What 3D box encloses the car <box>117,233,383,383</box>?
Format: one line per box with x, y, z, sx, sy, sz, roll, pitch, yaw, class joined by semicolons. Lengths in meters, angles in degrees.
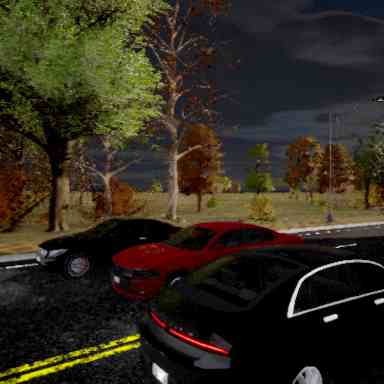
1.676;1.502;4.605;4.892;1.490;1.837;0;0;-35;car

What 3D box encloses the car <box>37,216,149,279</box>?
-2.120;1.498;10.093;4.674;1.442;1.812;0;0;-35;car

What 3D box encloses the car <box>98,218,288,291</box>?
0.569;1.463;8.001;5.008;1.535;1.882;0;0;-35;car
